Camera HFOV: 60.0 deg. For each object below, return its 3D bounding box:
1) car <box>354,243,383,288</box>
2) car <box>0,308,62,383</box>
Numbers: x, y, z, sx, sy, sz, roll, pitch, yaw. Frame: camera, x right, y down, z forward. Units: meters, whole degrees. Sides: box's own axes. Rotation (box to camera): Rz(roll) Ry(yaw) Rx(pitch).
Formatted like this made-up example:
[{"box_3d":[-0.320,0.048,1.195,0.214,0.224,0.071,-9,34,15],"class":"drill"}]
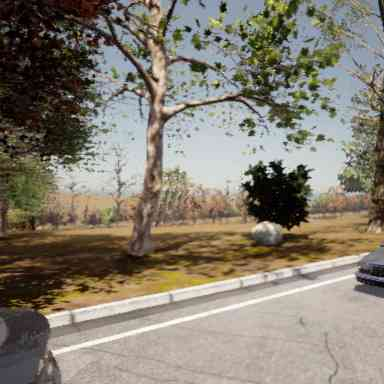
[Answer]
[{"box_3d":[6.360,1.613,8.495,5.357,1.411,2.033,0,0,-36],"class":"car"},{"box_3d":[-3.288,1.483,1.707,4.892,1.490,1.837,1,-1,-34],"class":"car"}]
